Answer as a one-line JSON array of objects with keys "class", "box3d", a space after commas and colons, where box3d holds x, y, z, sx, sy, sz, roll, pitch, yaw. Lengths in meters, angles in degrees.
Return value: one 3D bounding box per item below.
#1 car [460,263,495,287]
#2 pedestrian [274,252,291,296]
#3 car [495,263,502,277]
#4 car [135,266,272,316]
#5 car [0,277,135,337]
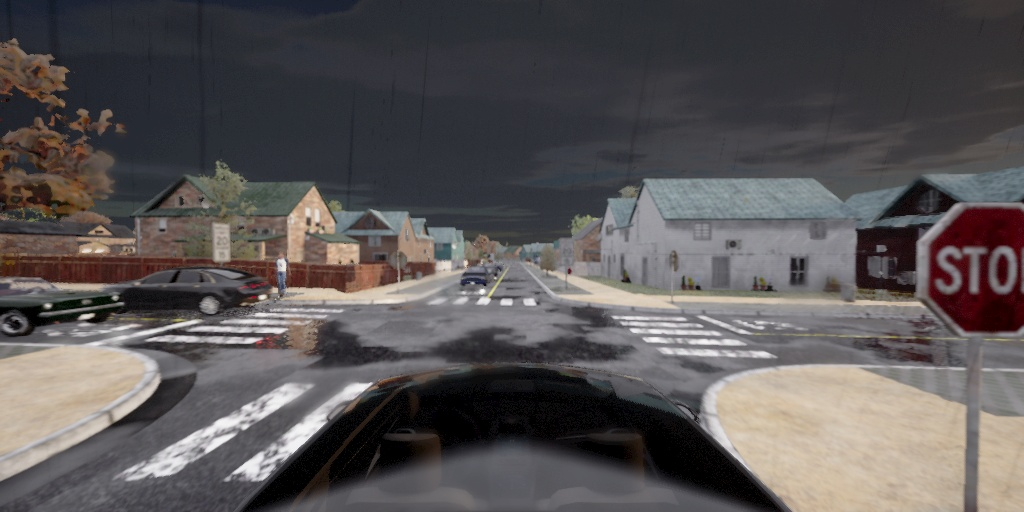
[{"class": "car", "box3d": [-2.612, 1.450, 26.654, 2.033, 1.411, 5.357, 0, 0, 1]}, {"class": "pedestrian", "box3d": [-9.552, 0.714, 14.943, 0.375, 1.860, 0.375, 0, 0, 1]}, {"class": "car", "box3d": [-2.499, 1.464, 39.027, 2.128, 1.511, 4.902, 0, 0, 1]}, {"class": "car", "box3d": [-10.801, 1.104, 11.961, 4.892, 1.490, 1.837, 1, 3, -2]}, {"class": "car", "box3d": [-13.120, 1.208, 9.215, 4.718, 1.301, 1.895, 1, 1, 0]}]
